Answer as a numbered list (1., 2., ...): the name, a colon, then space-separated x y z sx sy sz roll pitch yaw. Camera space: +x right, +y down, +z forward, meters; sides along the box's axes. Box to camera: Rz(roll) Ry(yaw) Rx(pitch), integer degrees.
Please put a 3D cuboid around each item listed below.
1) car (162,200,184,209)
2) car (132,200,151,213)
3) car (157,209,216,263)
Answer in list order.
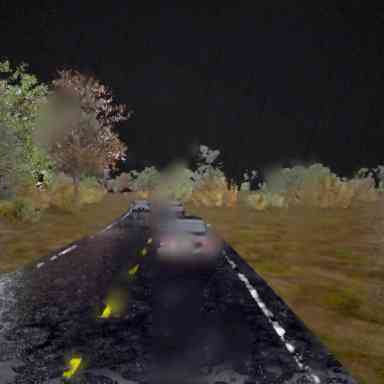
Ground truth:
1. car: -1.765 1.542 31.765 2.128 1.511 4.902 0 0 -6
2. car: -5.655 1.628 37.386 1.994 1.385 4.181 0 0 -7
3. car: -0.243 1.567 11.972 2.033 1.411 5.357 0 0 -2
